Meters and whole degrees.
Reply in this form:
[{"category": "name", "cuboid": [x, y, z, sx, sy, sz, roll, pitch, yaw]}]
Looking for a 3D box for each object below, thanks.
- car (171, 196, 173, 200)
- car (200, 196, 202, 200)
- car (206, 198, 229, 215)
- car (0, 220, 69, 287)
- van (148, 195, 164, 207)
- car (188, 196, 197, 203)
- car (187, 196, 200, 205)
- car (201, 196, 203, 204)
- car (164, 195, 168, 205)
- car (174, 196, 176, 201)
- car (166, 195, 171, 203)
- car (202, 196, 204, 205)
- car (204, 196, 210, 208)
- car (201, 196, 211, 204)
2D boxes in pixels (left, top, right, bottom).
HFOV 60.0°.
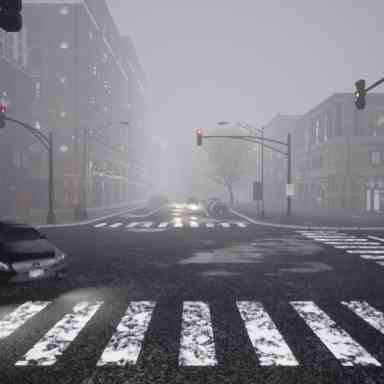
[{"category": "car", "cuboid": [-5.598, 1.662, 67.789, 1.947, 1.339, 4.313, 0, 0, 0]}, {"category": "car", "cuboid": [2.775, 1.633, 62.079, 2.008, 1.369, 4.403, 0, 0, 0]}, {"category": "car", "cuboid": [2.736, 1.580, 33.595, 2.008, 1.369, 4.403, 0, 0, 0]}, {"category": "car", "cuboid": [-5.048, 1.528, 8.948, 1.812, 1.442, 4.674, 1, -1, -45]}, {"category": "van", "cuboid": [-5.622, 1.399, 50.698, 1.690, 1.788, 3.998, 0, 0, 0]}, {"category": "car", "cuboid": [0.098, 1.540, 70.788, 1.812, 1.442, 4.674, 0, 0, 0]}, {"category": "car", "cuboid": [0.084, 1.556, 60.371, 1.882, 1.535, 5.008, 0, 0, 0]}, {"category": "car", "cuboid": [2.759, 1.640, 50.686, 1.802, 1.307, 4.206, 0, 0, 0]}, {"category": "car", "cuboid": [-5.614, 1.651, 56.395, 1.802, 1.307, 4.206, 0, 0, 0]}, {"category": "car", "cuboid": [-5.568, 1.687, 90.406, 1.752, 1.417, 4.829, 0, 0, 0]}, {"category": "car", "cuboid": [-5.607, 1.397, 62.092, 2.192, 1.841, 5.009, 0, 0, 0]}, {"category": "car", "cuboid": [2.751, 1.488, 44.988, 1.967, 1.590, 4.097, 0, 0, 0]}, {"category": "car", "cuboid": [2.744, 1.479, 39.292, 1.967, 1.590, 4.097, 0, 0, 0]}, {"category": "car", "cuboid": [2.782, 1.537, 67.776, 1.967, 1.590, 4.097, 0, 0, 0]}]
